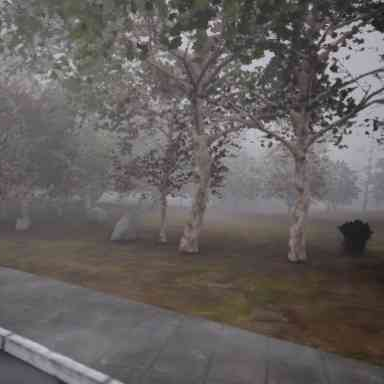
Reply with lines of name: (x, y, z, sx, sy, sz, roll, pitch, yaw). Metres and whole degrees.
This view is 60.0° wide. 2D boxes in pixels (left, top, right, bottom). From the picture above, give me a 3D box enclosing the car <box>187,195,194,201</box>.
car: (1.067, 1.784, 92.464, 2.435, 2.045, 5.566, 6, 1, 43)
